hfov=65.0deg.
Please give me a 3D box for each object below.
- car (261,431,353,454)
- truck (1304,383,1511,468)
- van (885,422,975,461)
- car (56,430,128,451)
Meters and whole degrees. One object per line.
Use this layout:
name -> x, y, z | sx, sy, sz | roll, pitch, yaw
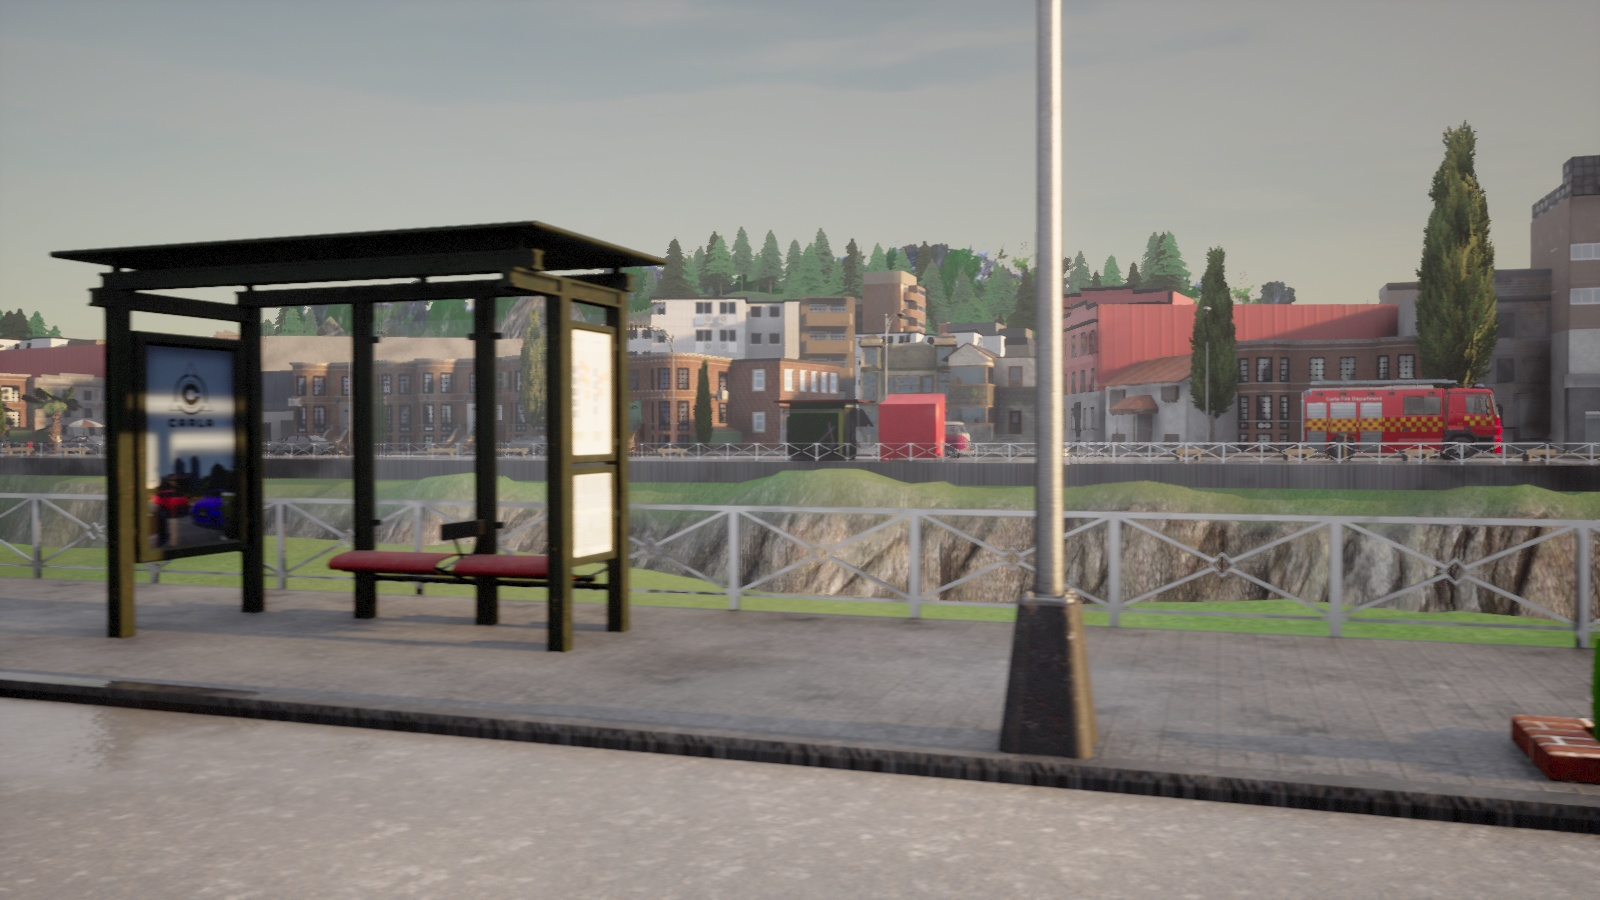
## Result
car -> -31.150, -0.513, 79.287 | 5.357, 1.411, 2.033 | 1, 1, 19
truck -> 28.422, -1.180, 59.247 | 8.468, 3.827, 2.891 | 1, 1, 19
van -> 6.870, -0.460, 66.504 | 4.442, 1.987, 1.775 | 1, 1, 19
car -> -47.866, -0.649, 84.905 | 4.181, 1.385, 1.994 | 1, 1, 19
